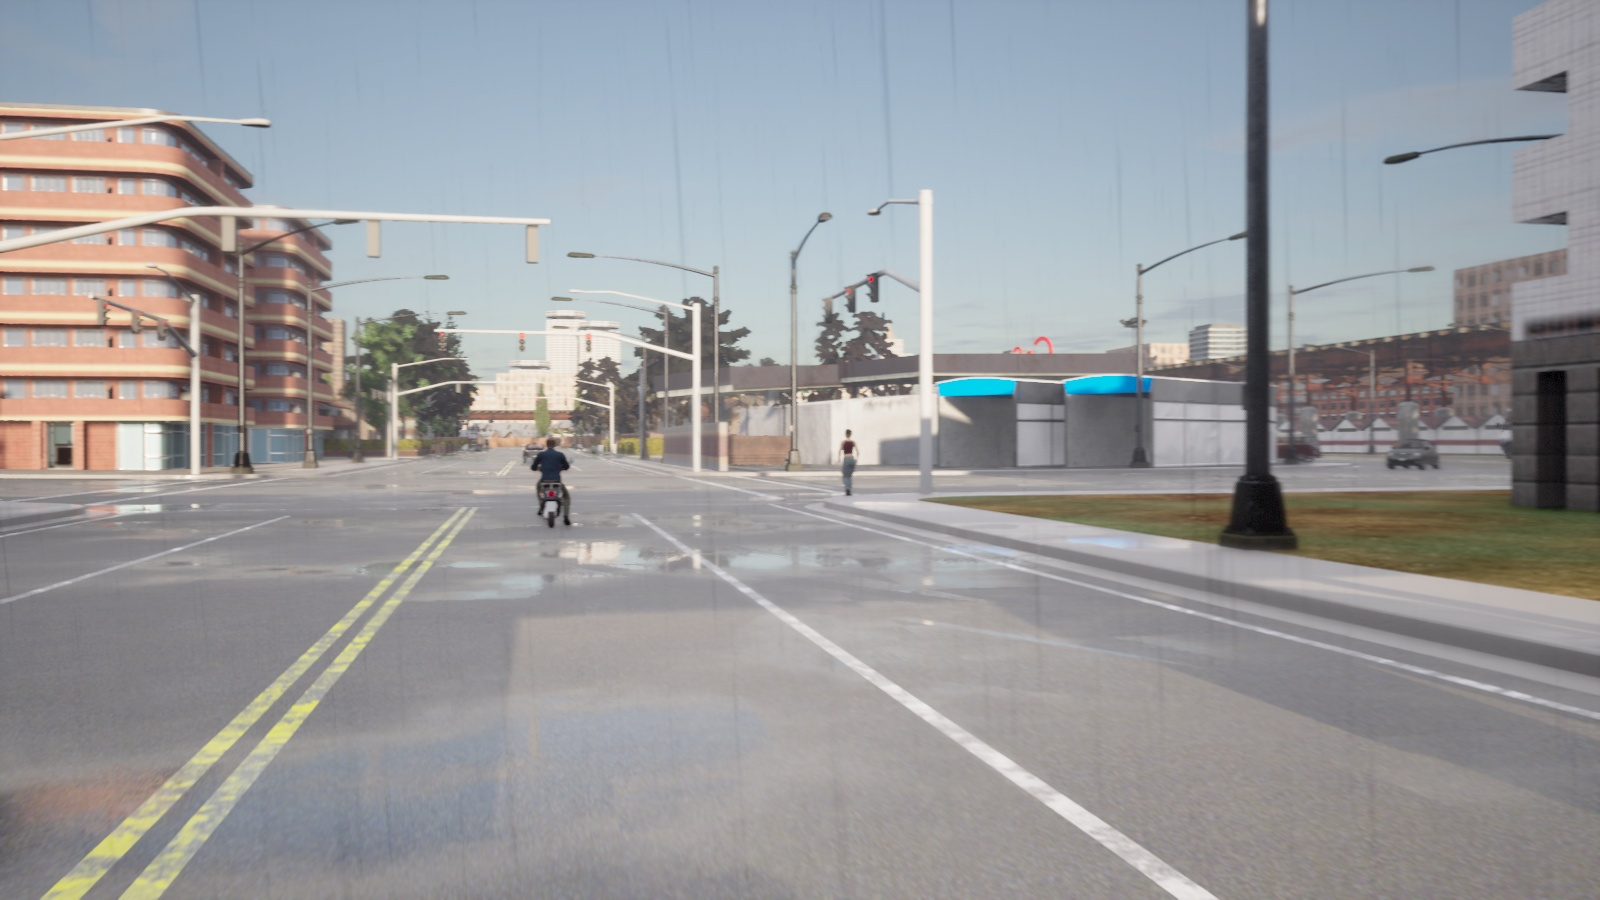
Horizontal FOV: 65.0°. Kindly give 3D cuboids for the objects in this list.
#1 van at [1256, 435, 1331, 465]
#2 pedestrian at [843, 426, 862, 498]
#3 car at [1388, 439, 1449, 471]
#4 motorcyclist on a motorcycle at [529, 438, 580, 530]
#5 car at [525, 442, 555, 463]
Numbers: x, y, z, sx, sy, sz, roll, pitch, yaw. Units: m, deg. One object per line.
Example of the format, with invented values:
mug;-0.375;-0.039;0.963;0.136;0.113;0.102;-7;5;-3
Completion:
van;33.870;-0.019;86.310;4.442;1.987;1.775;0;0;42
pedestrian;1.359;0.309;32.688;0.345;1.836;0.594;0;0;-14
car;32.400;0.243;65.747;1.851;1.617;3.988;0;0;41
motorcyclist on a motorcycle;-4.442;0.575;22.700;0.866;1.590;1.817;0;0;-12
car;-19.543;0.187;94.289;2.128;1.511;4.902;0;0;-12
